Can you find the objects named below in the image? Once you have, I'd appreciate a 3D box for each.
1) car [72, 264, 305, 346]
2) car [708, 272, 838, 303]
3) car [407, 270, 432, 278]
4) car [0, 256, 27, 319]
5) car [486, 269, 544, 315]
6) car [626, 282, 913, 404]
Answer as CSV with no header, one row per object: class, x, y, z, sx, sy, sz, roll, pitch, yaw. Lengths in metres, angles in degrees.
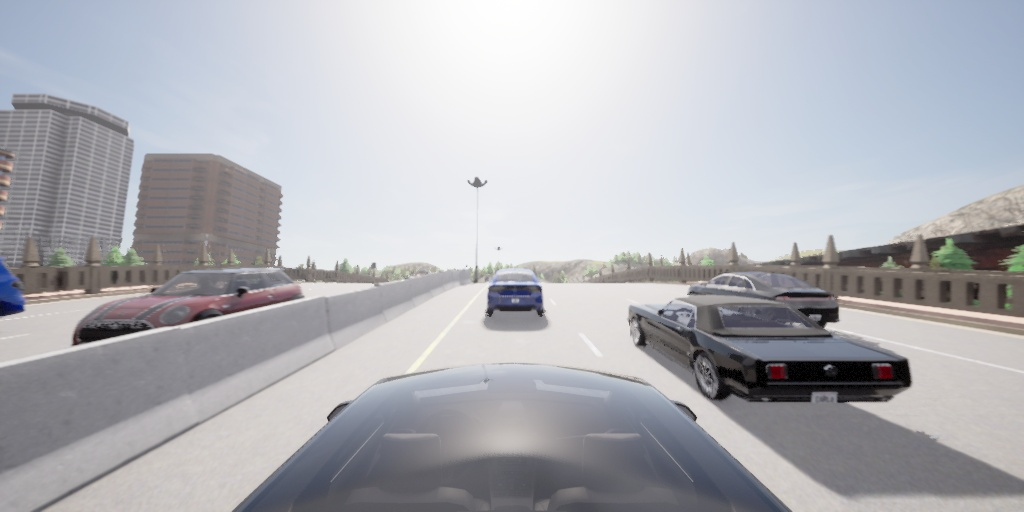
car,-7.093,1.090,8.580,2.097,1.767,4.553,0,0,0
car,7.104,1.227,10.839,2.128,1.511,4.902,0,0,0
car,-10.565,2.466,42.882,2.097,1.767,4.553,0,-6,0
car,-14.097,0.963,7.191,2.150,2.045,5.566,0,0,0
car,0.104,1.208,13.432,1.882,1.535,5.008,0,0,0
car,3.602,1.343,6.347,1.895,1.301,4.718,0,0,0
